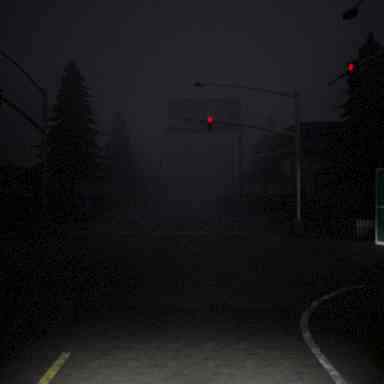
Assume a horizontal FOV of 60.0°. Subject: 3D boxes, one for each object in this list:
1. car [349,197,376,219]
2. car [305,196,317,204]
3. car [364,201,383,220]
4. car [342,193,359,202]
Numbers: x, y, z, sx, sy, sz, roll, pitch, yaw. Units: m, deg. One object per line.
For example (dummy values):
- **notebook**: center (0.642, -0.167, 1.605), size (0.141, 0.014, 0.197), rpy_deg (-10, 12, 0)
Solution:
- **car**: center (14.378, 1.486, 24.979), size (3.866, 1.878, 1.905), rpy_deg (0, 0, 0)
- **car**: center (22.529, 1.506, 64.042), size (1.970, 1.475, 3.806), rpy_deg (0, 0, 0)
- **car**: center (18.707, 1.649, 30.647), size (4.611, 1.667, 2.242), rpy_deg (0, 0, 0)
- **car**: center (34.936, 1.437, 71.829), size (2.007, 1.523, 4.514), rpy_deg (0, 0, 0)
